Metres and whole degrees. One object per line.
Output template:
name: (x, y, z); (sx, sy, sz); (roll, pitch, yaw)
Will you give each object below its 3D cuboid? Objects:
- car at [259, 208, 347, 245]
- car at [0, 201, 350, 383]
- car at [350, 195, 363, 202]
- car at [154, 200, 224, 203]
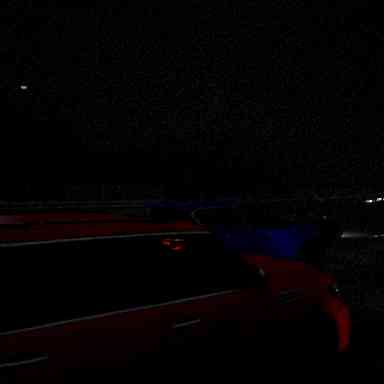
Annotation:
car: (5.495, 1.585, 16.266); (4.181, 1.385, 1.994); (0, 0, -36)
car: (-0.731, 1.223, 3.347); (5.566, 2.045, 2.150); (0, 0, -36)
car: (38.754, 1.523, 78.225); (2.097, 1.767, 4.553); (1, 1, 38)
car: (1.163, 1.231, 8.862); (5.566, 2.045, 2.150); (0, 0, -35)
